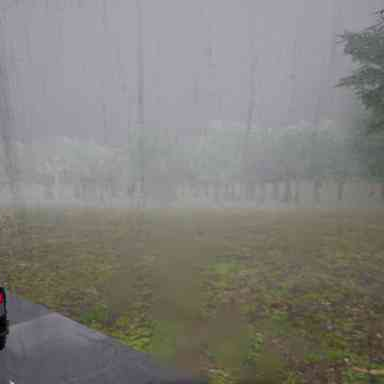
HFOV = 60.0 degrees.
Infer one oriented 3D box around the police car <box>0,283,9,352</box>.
[{"bbox_3d":[-4.666,1.467,5.125,5.238,1.638,1.930,-1,0,41],"label":"police car"}]
